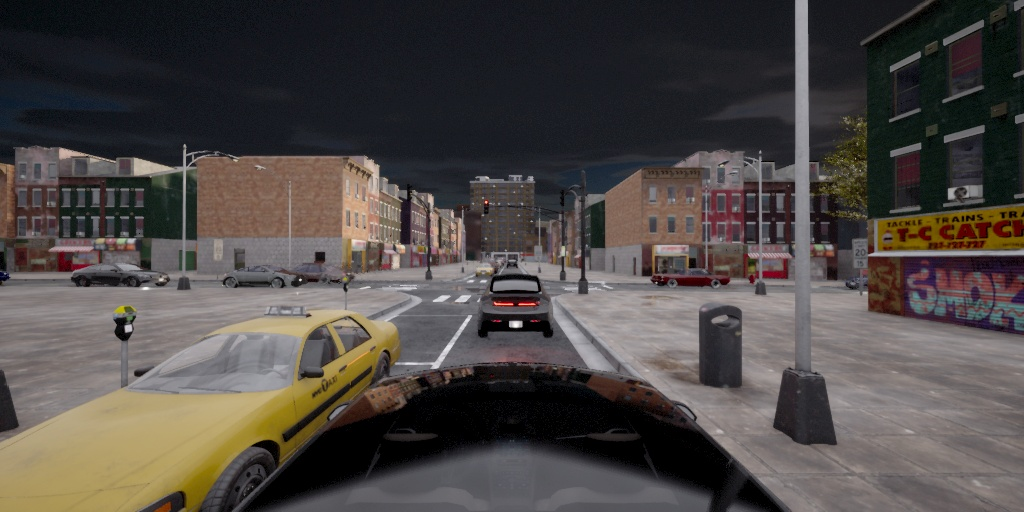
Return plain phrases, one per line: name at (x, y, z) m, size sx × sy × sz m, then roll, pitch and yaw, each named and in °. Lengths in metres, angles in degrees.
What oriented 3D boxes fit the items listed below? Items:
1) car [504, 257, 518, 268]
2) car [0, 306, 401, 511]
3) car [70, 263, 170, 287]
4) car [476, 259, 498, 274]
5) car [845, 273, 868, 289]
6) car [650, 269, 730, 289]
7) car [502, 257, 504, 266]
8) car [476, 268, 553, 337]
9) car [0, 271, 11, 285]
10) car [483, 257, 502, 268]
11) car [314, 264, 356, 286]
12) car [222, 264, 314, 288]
car at (0.027, 1.311, 63.441) m, size 1.882 × 1.535 × 5.008 m, roll 0°, pitch 0°, yaw 0°
car at (-2.640, 1.275, 3.937) m, size 1.751 × 1.417 × 4.829 m, roll 0°, pitch 0°, yaw 0°
car at (-23.022, 1.120, 21.133) m, size 4.674 × 1.442 × 1.812 m, roll 0°, pitch 0°, yaw 0°
car at (-2.678, 1.302, 35.894) m, size 1.751 × 1.417 × 4.829 m, roll 0°, pitch 0°, yaw 0°
car at (25.464, 1.649, 24.371) m, size 4.674 × 1.442 × 1.812 m, roll 1°, pitch 0°, yaw -1°
car at (11.955, 1.512, 24.308) m, size 4.718 × 1.301 × 1.895 m, roll 1°, pitch 0°, yaw -3°
car at (-2.710, 1.358, 63.112) m, size 1.751 × 1.417 × 4.829 m, roll 0°, pitch 0°, yaw 0°
car at (0.086, 1.257, 10.320) m, size 1.837 × 1.490 × 4.892 m, roll 0°, pitch 0°, yaw 0°
car at (-32.919, 1.144, 21.071) m, size 4.718 × 1.301 × 1.895 m, roll 0°, pitch 0°, yaw 0°
car at (-2.685, 1.100, 41.507) m, size 2.192 × 1.841 × 5.009 m, roll 0°, pitch 0°, yaw 0°
car at (-13.488, 1.227, 24.140) m, size 5.357 × 1.411 × 2.033 m, roll 0°, pitch 0°, yaw 0°
car at (-14.501, 1.220, 21.183) m, size 4.181 × 1.385 × 1.994 m, roll 0°, pitch 0°, yaw 0°
